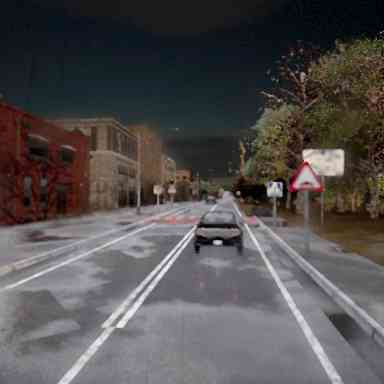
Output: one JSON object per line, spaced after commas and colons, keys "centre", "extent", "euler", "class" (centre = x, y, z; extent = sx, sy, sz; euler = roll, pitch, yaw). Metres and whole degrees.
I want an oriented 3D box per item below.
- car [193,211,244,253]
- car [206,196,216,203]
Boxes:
{"centre": [1.157, 1.539, 13.989], "extent": [2.128, 1.511, 4.902], "euler": [0, 0, 6], "class": "car"}
{"centre": [4.177, 1.695, 72.497], "extent": [1.812, 1.442, 4.674], "euler": [0, -1, 6], "class": "car"}
